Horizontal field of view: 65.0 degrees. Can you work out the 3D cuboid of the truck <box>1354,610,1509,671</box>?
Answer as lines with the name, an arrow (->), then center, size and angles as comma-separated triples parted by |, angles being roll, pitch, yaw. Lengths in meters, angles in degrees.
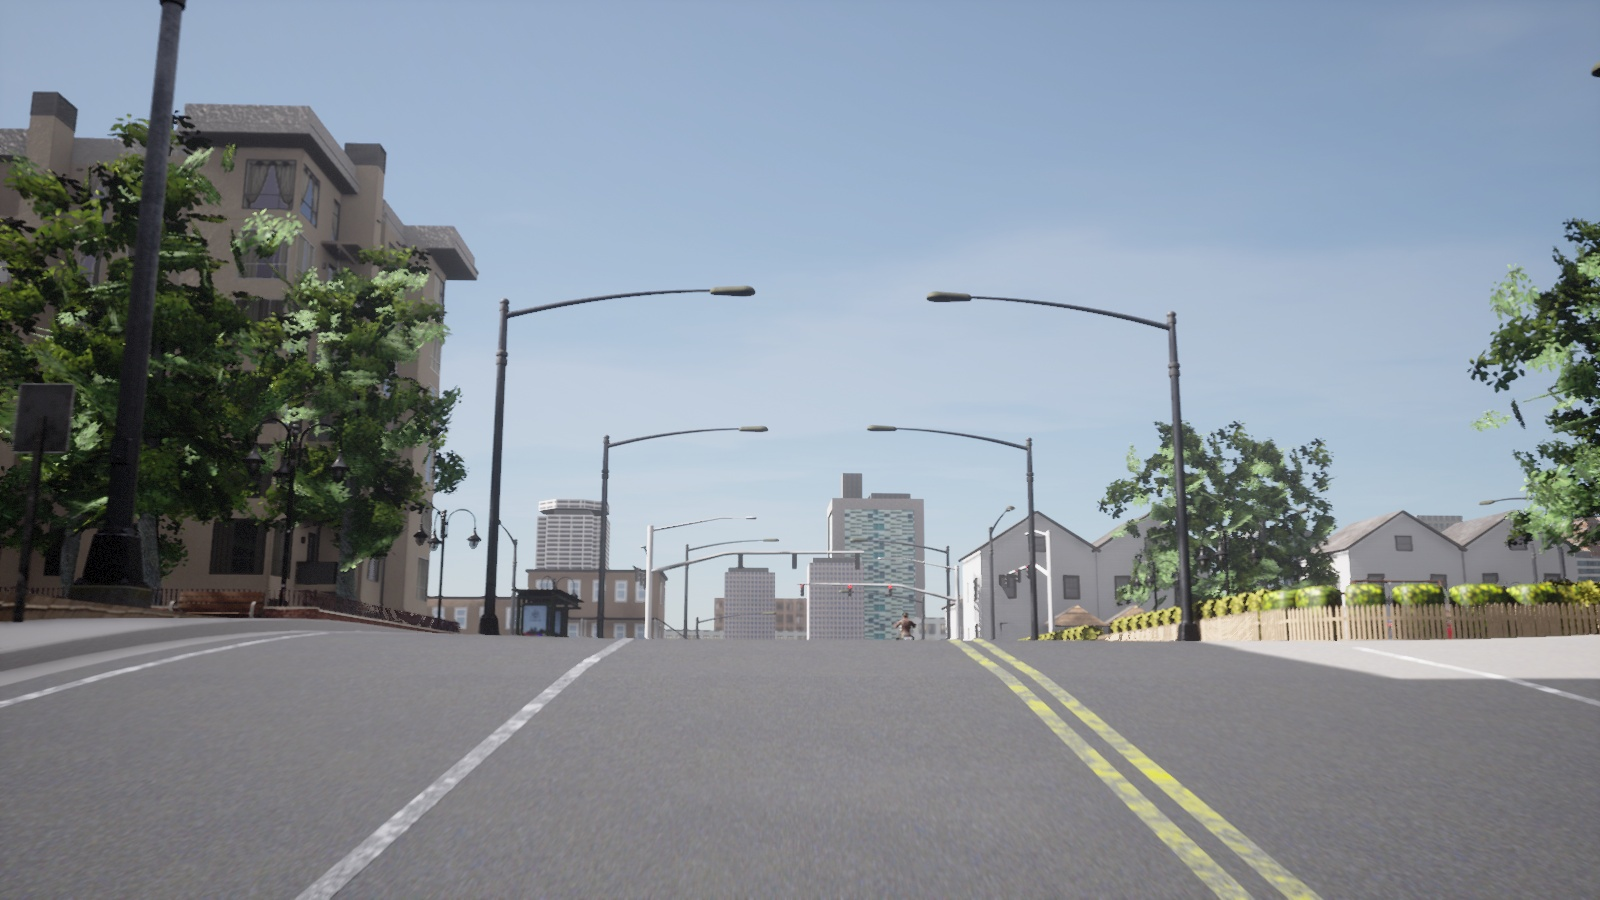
truck -> 41.540, 12.609, 82.860 | 8.468, 3.827, 2.891 | 0, -11, -1
